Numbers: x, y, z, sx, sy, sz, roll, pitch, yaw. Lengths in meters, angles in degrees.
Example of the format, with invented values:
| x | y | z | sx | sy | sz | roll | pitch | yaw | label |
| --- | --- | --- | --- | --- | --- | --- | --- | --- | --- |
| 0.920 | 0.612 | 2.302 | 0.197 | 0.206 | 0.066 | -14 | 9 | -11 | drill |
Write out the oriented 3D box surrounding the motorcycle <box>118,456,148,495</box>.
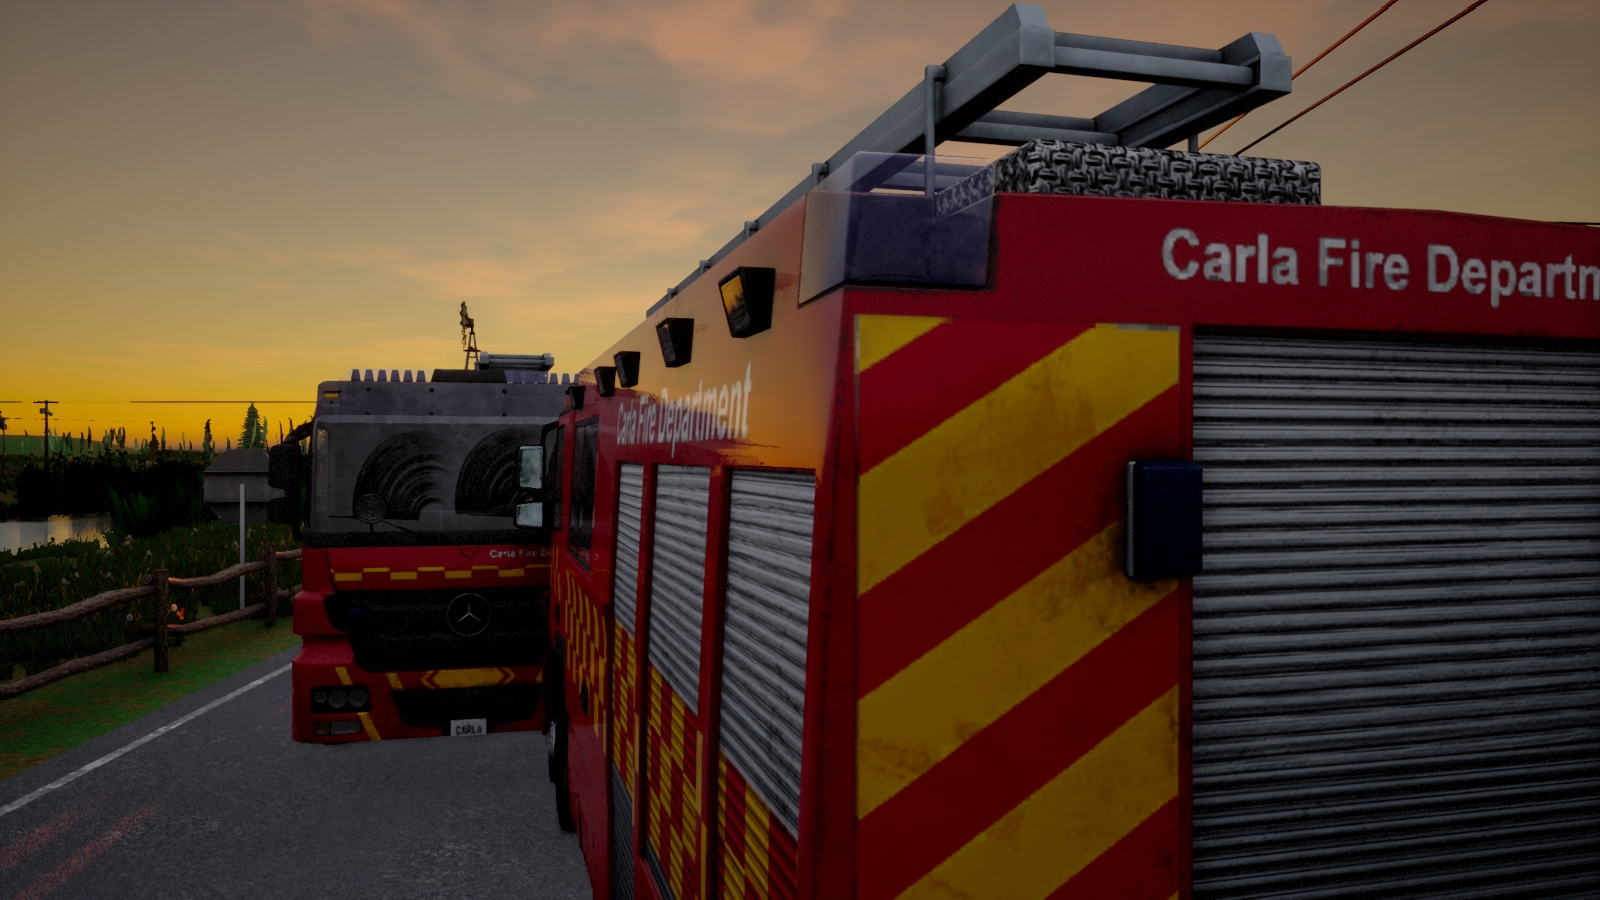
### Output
| x | y | z | sx | sy | sz | roll | pitch | yaw | label |
| --- | --- | --- | --- | --- | --- | --- | --- | --- | --- |
| -41.464 | 1.577 | 71.043 | 0.803 | 2.348 | 2.033 | 0 | 0 | -4 | motorcycle |

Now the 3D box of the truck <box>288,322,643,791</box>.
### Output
| x | y | z | sx | sy | sz | roll | pitch | yaw | label |
| --- | --- | --- | --- | --- | --- | --- | --- | --- | --- |
| -3.937 | 0.862 | 13.796 | 2.891 | 3.827 | 8.468 | 0 | 0 | -16 | truck |

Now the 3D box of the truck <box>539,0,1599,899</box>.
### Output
| x | y | z | sx | sy | sz | roll | pitch | yaw | label |
| --- | --- | --- | --- | --- | --- | --- | --- | --- | --- |
| 0.136 | 0.867 | 6.871 | 2.891 | 3.827 | 8.468 | 0 | 0 | -16 | truck |
